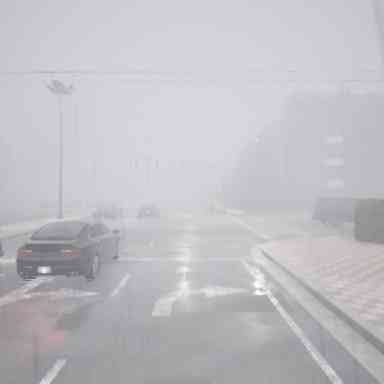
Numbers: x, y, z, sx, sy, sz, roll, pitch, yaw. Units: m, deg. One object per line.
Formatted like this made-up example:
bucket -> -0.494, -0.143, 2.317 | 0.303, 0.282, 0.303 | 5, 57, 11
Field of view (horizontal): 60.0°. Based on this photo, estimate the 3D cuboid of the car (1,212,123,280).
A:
car -> -3.449, 1.587, 10.158 | 1.837, 1.490, 4.892 | 0, -1, 0

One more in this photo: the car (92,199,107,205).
car -> -19.915, 2.128, 71.837 | 1.994, 1.385, 4.181 | 0, 0, 0

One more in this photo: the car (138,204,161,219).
car -> -4.064, 1.820, 32.195 | 1.994, 1.385, 4.181 | 0, 0, -2

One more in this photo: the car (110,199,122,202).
car -> -16.415, 2.115, 72.006 | 2.033, 1.411, 5.357 | 0, 0, 0

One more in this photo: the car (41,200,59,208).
car -> -23.402, 2.050, 55.648 | 1.895, 1.301, 4.718 | 0, 0, 0

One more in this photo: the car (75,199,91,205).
car -> -23.415, 2.127, 71.518 | 1.994, 1.385, 4.181 | 0, 0, 0

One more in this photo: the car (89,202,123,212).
car -> -7.460, 1.841, 29.954 | 1.895, 1.301, 4.718 | 0, 0, -2

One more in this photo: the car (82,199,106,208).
car -> -16.410, 1.976, 56.094 | 1.812, 1.442, 4.674 | 0, 0, 0

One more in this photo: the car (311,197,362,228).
car -> 11.277, 1.401, 23.237 | 5.566, 2.045, 2.150 | 0, -1, 2

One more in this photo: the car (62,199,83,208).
car -> -19.909, 1.929, 56.034 | 1.882, 1.535, 5.008 | 0, 0, 0
